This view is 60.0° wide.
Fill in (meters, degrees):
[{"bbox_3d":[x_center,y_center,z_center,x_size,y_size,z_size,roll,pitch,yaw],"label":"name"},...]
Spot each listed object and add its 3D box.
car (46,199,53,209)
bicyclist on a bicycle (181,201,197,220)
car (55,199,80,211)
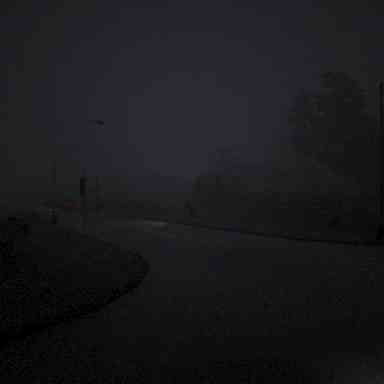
[{"bbox_3d":[-22.654,1.924,54.501,1.882,1.535,5.008,0,0,-33],"label":"car"},{"bbox_3d":[-0.247,1.552,28.302,1.656,1.620,0.582,0,0,-33],"label":"bicyclist on a bicycle"},{"bbox_3d":[-17.088,1.725,46.138,2.097,1.767,4.553,0,0,-33],"label":"car"}]
